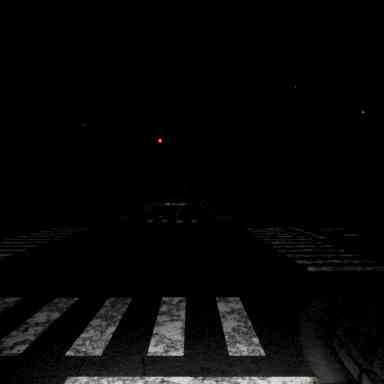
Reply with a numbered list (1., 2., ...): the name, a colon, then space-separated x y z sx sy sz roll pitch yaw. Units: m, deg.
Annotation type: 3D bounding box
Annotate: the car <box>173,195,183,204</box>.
1. car: -2.896 1.499 69.348 2.097 1.767 4.553 0 0 0
